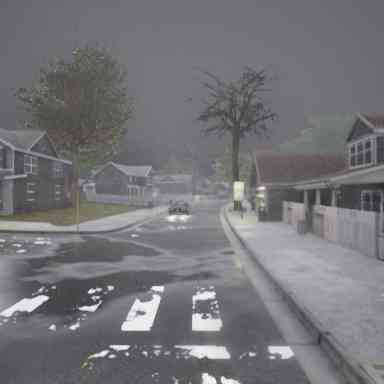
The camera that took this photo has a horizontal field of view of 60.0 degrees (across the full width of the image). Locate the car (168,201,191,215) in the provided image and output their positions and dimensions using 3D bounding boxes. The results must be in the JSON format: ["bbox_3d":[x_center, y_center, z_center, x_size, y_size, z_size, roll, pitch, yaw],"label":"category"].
[{"bbox_3d":[-1.237,1.593,34.078,1.994,1.385,4.181,0,0,5],"label":"car"}]
